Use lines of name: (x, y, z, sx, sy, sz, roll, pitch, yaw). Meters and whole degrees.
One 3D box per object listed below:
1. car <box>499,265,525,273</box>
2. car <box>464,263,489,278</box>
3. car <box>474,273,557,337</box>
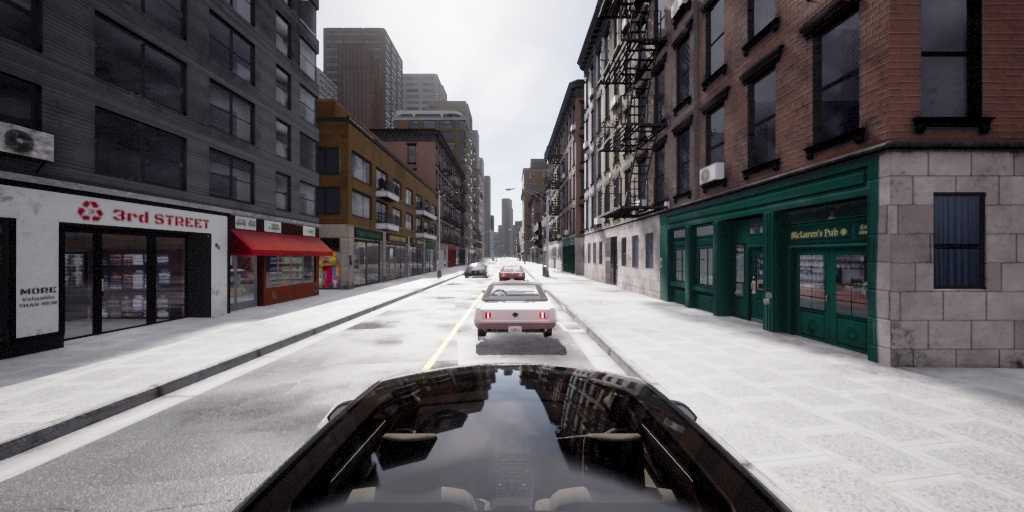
car: (-0.006, 1.347, 27.047, 1.895, 1.301, 4.718, 0, 0, 0)
car: (-3.232, 1.308, 33.385, 1.994, 1.385, 4.181, 0, 0, 0)
car: (0.064, 1.350, 10.230, 1.895, 1.301, 4.718, 0, 0, 0)
